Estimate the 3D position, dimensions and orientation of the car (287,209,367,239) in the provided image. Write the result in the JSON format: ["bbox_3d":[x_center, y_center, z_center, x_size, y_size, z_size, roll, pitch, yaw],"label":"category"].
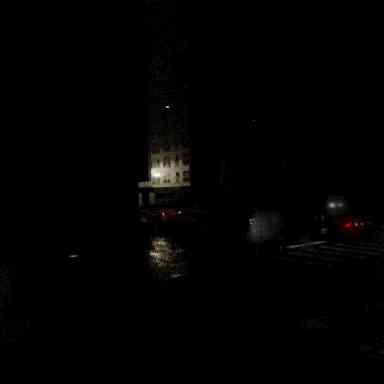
[{"bbox_3d":[6.593,1.661,18.325,2.033,1.411,5.357,0,0,-36],"label":"car"}]

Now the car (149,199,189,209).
[{"bbox_3d":[-2.593,1.629,25.668,2.097,1.767,4.553,0,0,-36],"label":"car"}]

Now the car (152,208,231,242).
[{"bbox_3d":[-0.150,1.777,17.652,1.802,1.307,4.206,-1,0,-36],"label":"car"}]

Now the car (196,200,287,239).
[{"bbox_3d":[2.579,1.517,18.394,2.097,1.767,4.553,0,0,-35],"label":"car"}]

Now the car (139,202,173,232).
[{"bbox_3d":[-3.353,1.705,22.132,1.967,1.590,4.097,-1,0,-36],"label":"car"}]

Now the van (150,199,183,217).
[{"bbox_3d":[-2.816,1.687,36.045,1.690,1.788,3.998,-1,0,-36],"label":"van"}]

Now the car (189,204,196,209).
[{"bbox_3d":[0.288,1.803,31.705,1.752,1.417,4.829,-1,0,-36],"label":"car"}]
